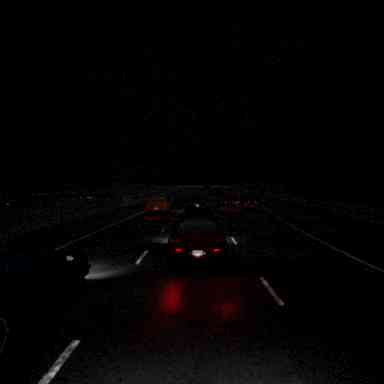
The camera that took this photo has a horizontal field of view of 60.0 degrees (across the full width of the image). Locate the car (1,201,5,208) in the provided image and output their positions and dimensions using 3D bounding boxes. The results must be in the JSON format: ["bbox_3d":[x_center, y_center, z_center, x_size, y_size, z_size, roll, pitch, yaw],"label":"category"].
[{"bbox_3d":[-23.294,0.876,36.264,2.150,2.045,5.566,0,1,-1],"label":"car"}]

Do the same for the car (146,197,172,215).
[{"bbox_3d":[-2.959,1.204,30.585,1.882,1.535,5.008,0,1,1],"label":"car"}]

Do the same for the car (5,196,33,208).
[{"bbox_3d":[-20.347,1.175,38.822,1.994,1.385,4.181,0,1,2],"label":"car"}]

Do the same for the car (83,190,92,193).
[{"bbox_3d":[-22.884,0.321,73.220,1.837,1.490,4.892,0,1,2],"label":"car"}]

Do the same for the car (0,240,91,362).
[{"bbox_3d":[-3.373,1.533,5.594,2.033,1.411,5.357,0,0,0],"label":"car"}]

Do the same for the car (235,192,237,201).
[{"bbox_3d":[8.183,0.734,57.317,1.812,1.442,4.674,0,1,2],"label":"car"}]

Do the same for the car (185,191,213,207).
[{"bbox_3d":[0.502,1.100,28.954,2.097,1.767,4.553,0,1,1],"label":"car"}]

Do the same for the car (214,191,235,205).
[{"bbox_3d":[4.329,0.990,44.725,1.837,1.490,4.892,0,1,2],"label":"car"}]

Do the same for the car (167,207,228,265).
[{"bbox_3d":[0.181,1.473,11.381,1.812,1.442,4.674,0,1,1],"label":"car"}]

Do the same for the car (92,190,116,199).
[{"bbox_3d":[-16.222,0.671,61.673,2.033,1.411,5.357,0,1,2],"label":"car"}]

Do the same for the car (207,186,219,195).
[{"bbox_3d":[5.271,0.026,78.370,2.097,1.767,4.553,0,2,2],"label":"car"}]

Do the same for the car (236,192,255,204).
[{"bbox_3d":[7.772,0.937,47.266,1.837,1.490,4.892,0,1,3],"label":"car"}]

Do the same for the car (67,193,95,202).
[{"bbox_3d":[-13.410,1.155,39.665,1.994,1.385,4.181,0,1,2],"label":"car"}]

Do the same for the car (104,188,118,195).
[{"bbox_3d":[-19.220,-0.082,79.051,2.128,1.511,4.902,0,2,2],"label":"car"}]
